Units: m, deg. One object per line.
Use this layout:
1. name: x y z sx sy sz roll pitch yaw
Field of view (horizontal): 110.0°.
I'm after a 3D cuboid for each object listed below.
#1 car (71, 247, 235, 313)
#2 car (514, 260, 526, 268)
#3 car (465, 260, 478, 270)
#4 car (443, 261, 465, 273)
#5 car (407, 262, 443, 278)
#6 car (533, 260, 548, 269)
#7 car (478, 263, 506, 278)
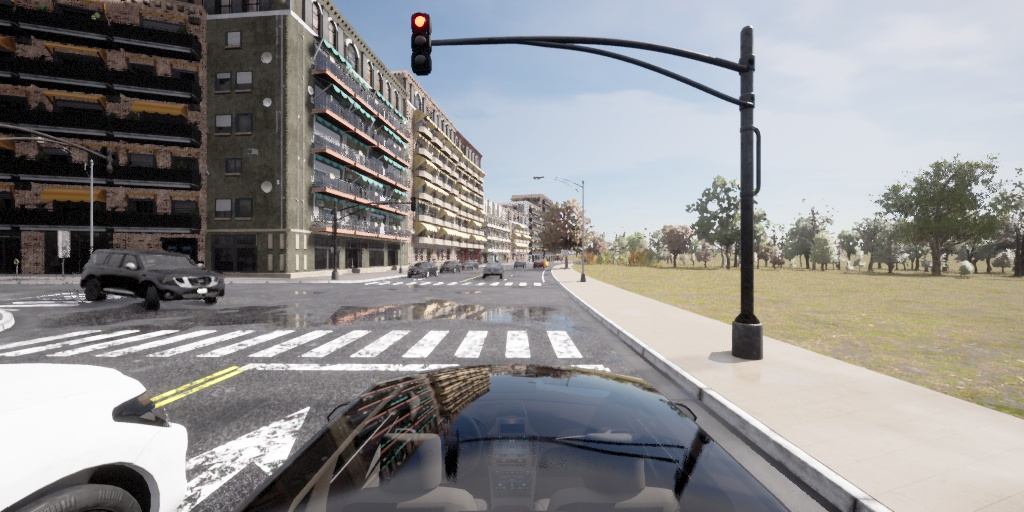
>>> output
1. car: -14.027 0.815 14.056 5.566 2.045 2.150 3 0 18
2. car: 1.462 1.427 63.927 2.128 1.511 4.902 0 0 9
3. car: -6.396 1.378 54.942 2.128 1.511 4.902 0 0 7
4. car: -7.584 1.351 44.622 1.837 1.490 4.892 0 0 6
5. car: -8.497 1.313 34.524 1.837 1.490 4.892 0 0 5
6. car: 4.878 1.414 63.852 1.882 1.535 5.008 0 0 9
7. car: -1.662 1.356 34.269 2.033 1.411 5.357 0 0 2
